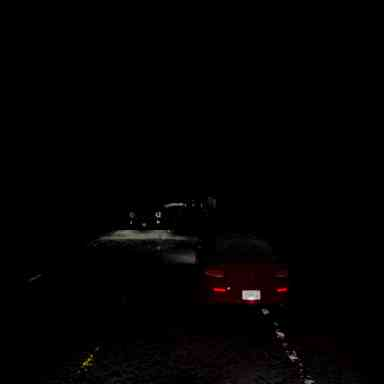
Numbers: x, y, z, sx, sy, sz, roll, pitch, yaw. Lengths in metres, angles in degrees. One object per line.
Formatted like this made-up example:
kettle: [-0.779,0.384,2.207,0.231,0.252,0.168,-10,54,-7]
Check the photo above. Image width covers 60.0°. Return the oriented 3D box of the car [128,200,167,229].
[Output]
car: [-2.798,1.351,21.793,2.097,1.767,4.553,0,0,0]

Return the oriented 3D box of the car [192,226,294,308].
car: [0.979,1.526,7.764,1.812,1.442,4.674,0,0,0]

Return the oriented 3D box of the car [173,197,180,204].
car: [-2.592,1.583,64.711,1.895,1.301,4.718,0,0,0]

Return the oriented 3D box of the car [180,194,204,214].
car: [0.157,1.347,34.948,2.097,1.767,4.553,0,0,0]
